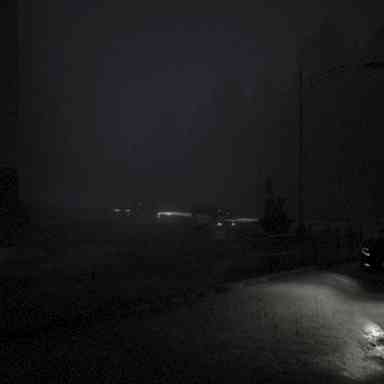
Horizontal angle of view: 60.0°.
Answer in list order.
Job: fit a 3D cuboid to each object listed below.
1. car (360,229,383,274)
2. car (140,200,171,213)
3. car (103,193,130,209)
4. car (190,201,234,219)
[{"bbox_3d":[6.741,1.477,9.453,5.008,1.535,1.882,0,0,-36],"label":"car"},{"bbox_3d":[-4.169,1.563,37.480,1.994,1.385,4.181,0,0,-35],"label":"car"},{"bbox_3d":[-10.652,1.211,46.557,2.150,2.045,5.566,0,1,-35],"label":"car"},{"bbox_3d":[1.641,1.526,29.400,1.812,1.442,4.674,0,0,-36],"label":"car"}]
